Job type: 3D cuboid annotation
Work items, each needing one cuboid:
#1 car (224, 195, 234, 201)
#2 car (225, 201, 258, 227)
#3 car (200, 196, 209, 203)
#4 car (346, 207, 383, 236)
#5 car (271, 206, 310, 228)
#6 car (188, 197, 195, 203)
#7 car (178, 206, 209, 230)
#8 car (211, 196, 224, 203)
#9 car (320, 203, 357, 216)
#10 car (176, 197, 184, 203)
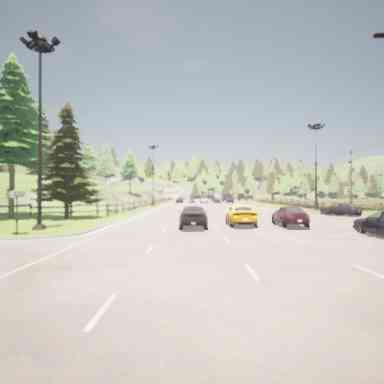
[{"bbox_3d":[10.485,2.385,91.994,1.837,1.490,4.892,0,-1,0],"label":"car"},{"bbox_3d":[3.595,1.721,24.716,1.882,1.535,5.008,0,-1,0],"label":"car"},{"bbox_3d":[3.485,2.110,92.025,2.150,2.045,5.566,0,-1,0],"label":"car"},{"bbox_3d":[10.597,1.722,17.621,2.033,1.411,5.357,0,-1,0],"label":"car"},{"bbox_3d":[7.096,1.764,24.184,1.812,1.442,4.674,0,-1,0],"label":"car"},{"bbox_3d":[-0.015,2.495,92.438,1.895,1.301,4.718,0,-1,0],"label":"car"},{"bbox_3d":[0.096,1.733,23.141,1.837,1.490,4.892,0,-1,0],"label":"car"},{"bbox_3d":[6.985,2.435,91.993,2.033,1.411,5.357,0,-1,0],"label":"car"},{"bbox_3d":[16.145,1.919,36.115,1.994,1.385,4.181,0,-1,-36],"label":"car"},{"bbox_3d":[-3.515,2.363,91.992,1.882,1.535,5.008,0,-1,0],"label":"car"}]
